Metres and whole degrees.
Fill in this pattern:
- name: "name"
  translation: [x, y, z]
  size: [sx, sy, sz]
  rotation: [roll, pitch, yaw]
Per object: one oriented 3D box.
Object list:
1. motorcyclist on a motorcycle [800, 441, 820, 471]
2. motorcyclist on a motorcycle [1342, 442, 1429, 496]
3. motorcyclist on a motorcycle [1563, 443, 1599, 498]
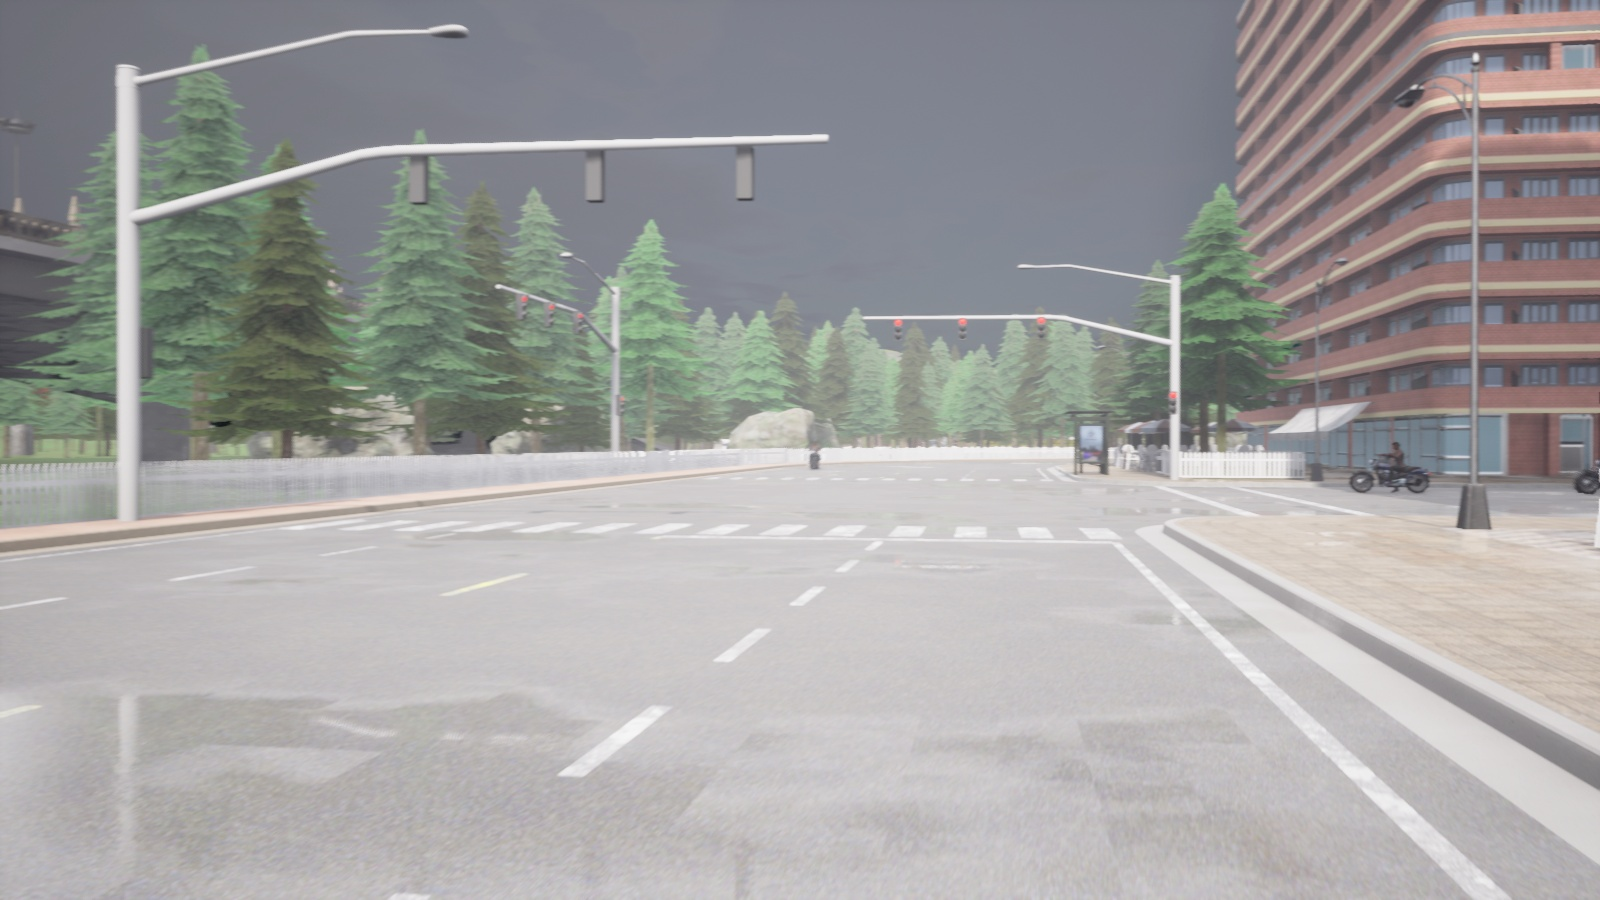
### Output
- name: "motorcyclist on a motorcycle"
  translation: [0.559, 0.303, 69.551]
  size: [0.766, 1.649, 2.350]
  rotation: [0, 1, 10]
- name: "motorcyclist on a motorcycle"
  translation: [18.200, 0.578, 39.070]
  size: [2.350, 1.649, 0.766]
  rotation: [0, 0, 9]
- name: "motorcyclist on a motorcycle"
  translation: [24.546, 0.601, 38.038]
  size: [2.350, 1.649, 0.766]
  rotation: [0, 0, 9]
